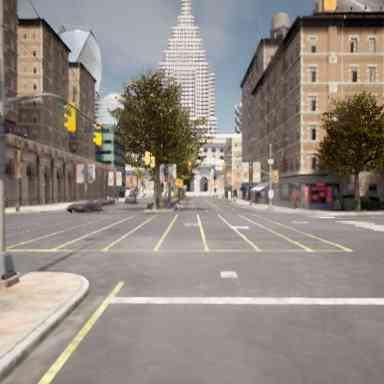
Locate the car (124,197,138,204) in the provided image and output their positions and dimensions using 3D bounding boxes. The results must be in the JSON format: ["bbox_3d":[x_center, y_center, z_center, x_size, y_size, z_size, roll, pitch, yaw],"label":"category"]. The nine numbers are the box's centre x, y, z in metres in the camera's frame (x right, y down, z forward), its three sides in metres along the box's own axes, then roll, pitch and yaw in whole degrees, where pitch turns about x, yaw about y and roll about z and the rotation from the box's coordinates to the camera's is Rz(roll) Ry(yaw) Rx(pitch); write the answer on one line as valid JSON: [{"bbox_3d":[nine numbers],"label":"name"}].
[{"bbox_3d":[-11.412,1.577,62.467,1.994,1.385,4.181,0,0,0],"label":"car"}]

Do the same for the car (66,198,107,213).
[{"bbox_3d":[-11.839,1.557,37.115,2.033,1.411,5.357,0,0,10],"label":"car"}]

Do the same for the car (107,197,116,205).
[{"bbox_3d":[-14.668,1.608,57.986,1.895,1.301,4.718,0,0,0],"label":"car"}]
